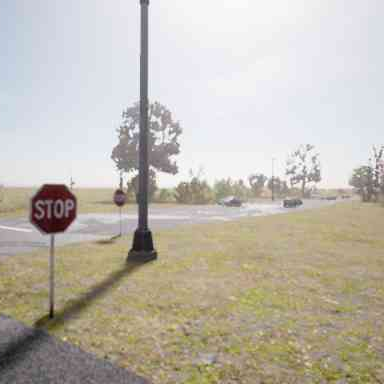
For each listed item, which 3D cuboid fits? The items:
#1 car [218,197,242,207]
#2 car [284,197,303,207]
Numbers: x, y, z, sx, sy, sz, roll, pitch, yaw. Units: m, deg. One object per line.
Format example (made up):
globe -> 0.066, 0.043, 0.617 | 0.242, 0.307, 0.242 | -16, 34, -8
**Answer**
car -> 5.599, 1.417, 48.691 | 2.128, 1.511, 4.902 | 1, 0, 34
car -> 15.495, 1.503, 50.867 | 2.128, 1.511, 4.902 | 1, 0, 33
